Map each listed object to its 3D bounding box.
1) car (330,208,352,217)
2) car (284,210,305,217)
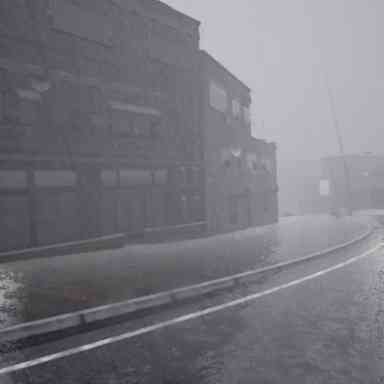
[{"bbox_3d":[25.039,3.397,56.161,2.128,1.511,4.902,-3,-4,-5],"label":"car"},{"bbox_3d":[19.780,4.166,64.594,2.033,1.411,5.357,-3,-3,-12],"label":"car"}]
